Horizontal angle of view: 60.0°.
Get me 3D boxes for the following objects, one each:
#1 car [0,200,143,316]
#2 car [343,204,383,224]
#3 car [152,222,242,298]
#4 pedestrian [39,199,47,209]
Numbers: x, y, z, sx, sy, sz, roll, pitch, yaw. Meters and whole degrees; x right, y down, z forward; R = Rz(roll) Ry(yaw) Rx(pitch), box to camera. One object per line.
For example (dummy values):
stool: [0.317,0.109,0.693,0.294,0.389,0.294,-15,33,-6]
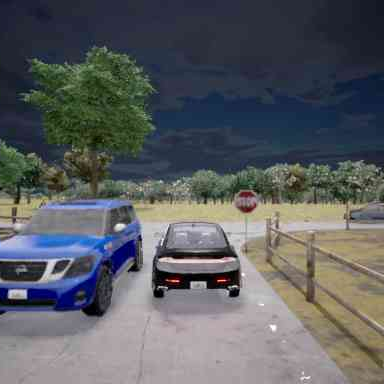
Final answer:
car: [-2.596,1.234,7.897,2.150,2.045,5.566,0,0,2]
car: [13.161,1.574,23.966,4.181,1.385,1.994,0,-2,-1]
car: [0.049,1.505,8.545,2.128,1.511,4.902,0,0,-2]
pedestrian: [-12.116,1.439,27.077,0.375,1.860,0.375,0,-1,0]
